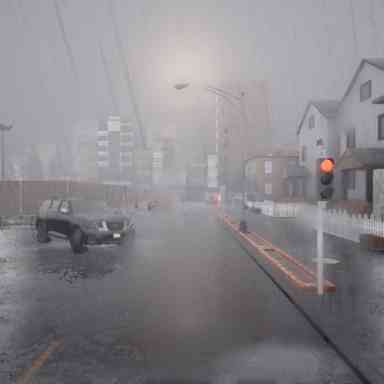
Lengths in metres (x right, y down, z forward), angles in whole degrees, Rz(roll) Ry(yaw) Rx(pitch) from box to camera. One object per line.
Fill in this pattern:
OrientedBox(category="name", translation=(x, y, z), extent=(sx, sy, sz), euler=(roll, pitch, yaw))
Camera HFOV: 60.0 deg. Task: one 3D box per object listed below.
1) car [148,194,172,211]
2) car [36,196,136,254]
OrientedBox(category="car", translation=(-4.079, 1.221, 41.202), extent=(2.150, 2.045, 5.566), euler=(0, 0, 0))
OrientedBox(category="car", translation=(-4.618, 1.222, 13.961), extent=(2.150, 2.045, 5.566), euler=(2, -2, -45))
